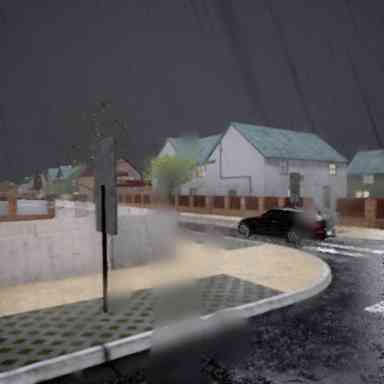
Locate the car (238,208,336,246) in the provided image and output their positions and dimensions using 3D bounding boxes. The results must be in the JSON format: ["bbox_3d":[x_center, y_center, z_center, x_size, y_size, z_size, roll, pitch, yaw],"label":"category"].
[{"bbox_3d":[4.109,1.443,15.054,1.812,1.442,4.674,-1,1,-35],"label":"car"}]
